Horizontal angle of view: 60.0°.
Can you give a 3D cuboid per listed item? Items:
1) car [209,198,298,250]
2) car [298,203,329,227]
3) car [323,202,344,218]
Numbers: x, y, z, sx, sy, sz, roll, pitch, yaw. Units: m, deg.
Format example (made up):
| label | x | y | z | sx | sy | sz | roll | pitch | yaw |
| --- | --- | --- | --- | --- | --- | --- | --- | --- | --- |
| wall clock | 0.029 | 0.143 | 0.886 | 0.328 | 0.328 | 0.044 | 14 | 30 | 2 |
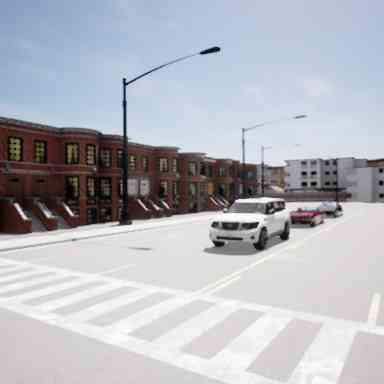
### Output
| label | x | y | z | sx | sy | sz | roll | pitch | yaw |
| --- | --- | --- | --- | --- | --- | --- | --- | --- | --- |
| car | 2.889 | 1.310 | 15.269 | 2.150 | 2.045 | 5.566 | -1 | -1 | 32 |
| car | 8.076 | 1.690 | 23.544 | 1.895 | 1.301 | 4.718 | -1 | -1 | 32 |
| car | 13.188 | 1.637 | 31.692 | 2.033 | 1.411 | 5.357 | -1 | -1 | 32 |
